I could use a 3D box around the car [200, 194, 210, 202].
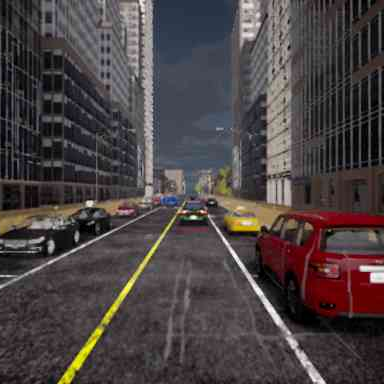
[{"bbox_3d":[2.716,1.317,69.772,1.967,1.590,4.097,0,0,0],"label":"car"}]

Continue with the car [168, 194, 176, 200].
[{"bbox_3d":[-5.658,1.388,92.559,1.947,1.339,4.313,0,0,0],"label":"car"}]

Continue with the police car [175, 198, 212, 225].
[{"bbox_3d":[0.106,1.470,23.877,2.038,1.542,4.974,0,0,0],"label":"police car"}]

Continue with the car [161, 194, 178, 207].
[{"bbox_3d":[-3.010,1.397,49.380,1.882,1.535,5.008,0,0,1],"label":"car"}]

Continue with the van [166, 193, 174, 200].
[{"bbox_3d":[-5.658,1.177,86.867,1.690,1.788,3.998,0,0,0],"label":"van"}]

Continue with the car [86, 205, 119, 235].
[{"bbox_3d":[-5.682,1.540,18.560,1.947,1.339,4.313,0,0,0],"label":"car"}]

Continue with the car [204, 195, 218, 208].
[{"bbox_3d":[2.708,1.490,47.006,1.947,1.339,4.313,0,0,0],"label":"car"}]

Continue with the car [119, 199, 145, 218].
[{"bbox_3d":[-5.678,1.537,29.943,1.802,1.307,4.206,0,0,0],"label":"car"}]

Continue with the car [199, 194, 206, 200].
[{"bbox_3d":[2.721,1.361,87.019,1.752,1.417,4.829,0,0,0],"label":"car"}]

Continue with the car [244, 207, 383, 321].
[{"bbox_3d":[2.696,1.306,7.161,2.192,1.841,5.009,0,0,0],"label":"car"}]

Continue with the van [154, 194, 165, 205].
[{"bbox_3d":[-5.668,1.242,58.406,1.690,1.788,3.998,0,0,0],"label":"van"}]

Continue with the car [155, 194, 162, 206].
[{"bbox_3d":[-5.671,1.457,52.713,1.887,1.381,4.507,0,0,0],"label":"car"}]

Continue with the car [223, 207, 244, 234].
[{"bbox_3d":[2.699,1.500,18.714,1.752,1.417,4.829,0,0,0],"label":"car"}]

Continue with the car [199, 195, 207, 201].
[{"bbox_3d":[2.719,1.432,81.157,1.802,1.307,4.206,0,0,0],"label":"car"}]

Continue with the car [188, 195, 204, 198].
[{"bbox_3d":[0.120,1.364,41.832,2.033,1.649,4.856,0,0,0],"label":"car"}]

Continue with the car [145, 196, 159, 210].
[{"bbox_3d":[-5.675,1.485,41.329,2.008,1.369,4.403,0,0,0],"label":"car"}]

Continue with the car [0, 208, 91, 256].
[{"bbox_3d":[-5.684,1.534,12.868,2.008,1.369,4.403,0,0,0],"label":"car"}]

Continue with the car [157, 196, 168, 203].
[{"bbox_3d":[-5.667,1.471,64.098,1.802,1.307,4.206,0,0,0],"label":"car"}]
